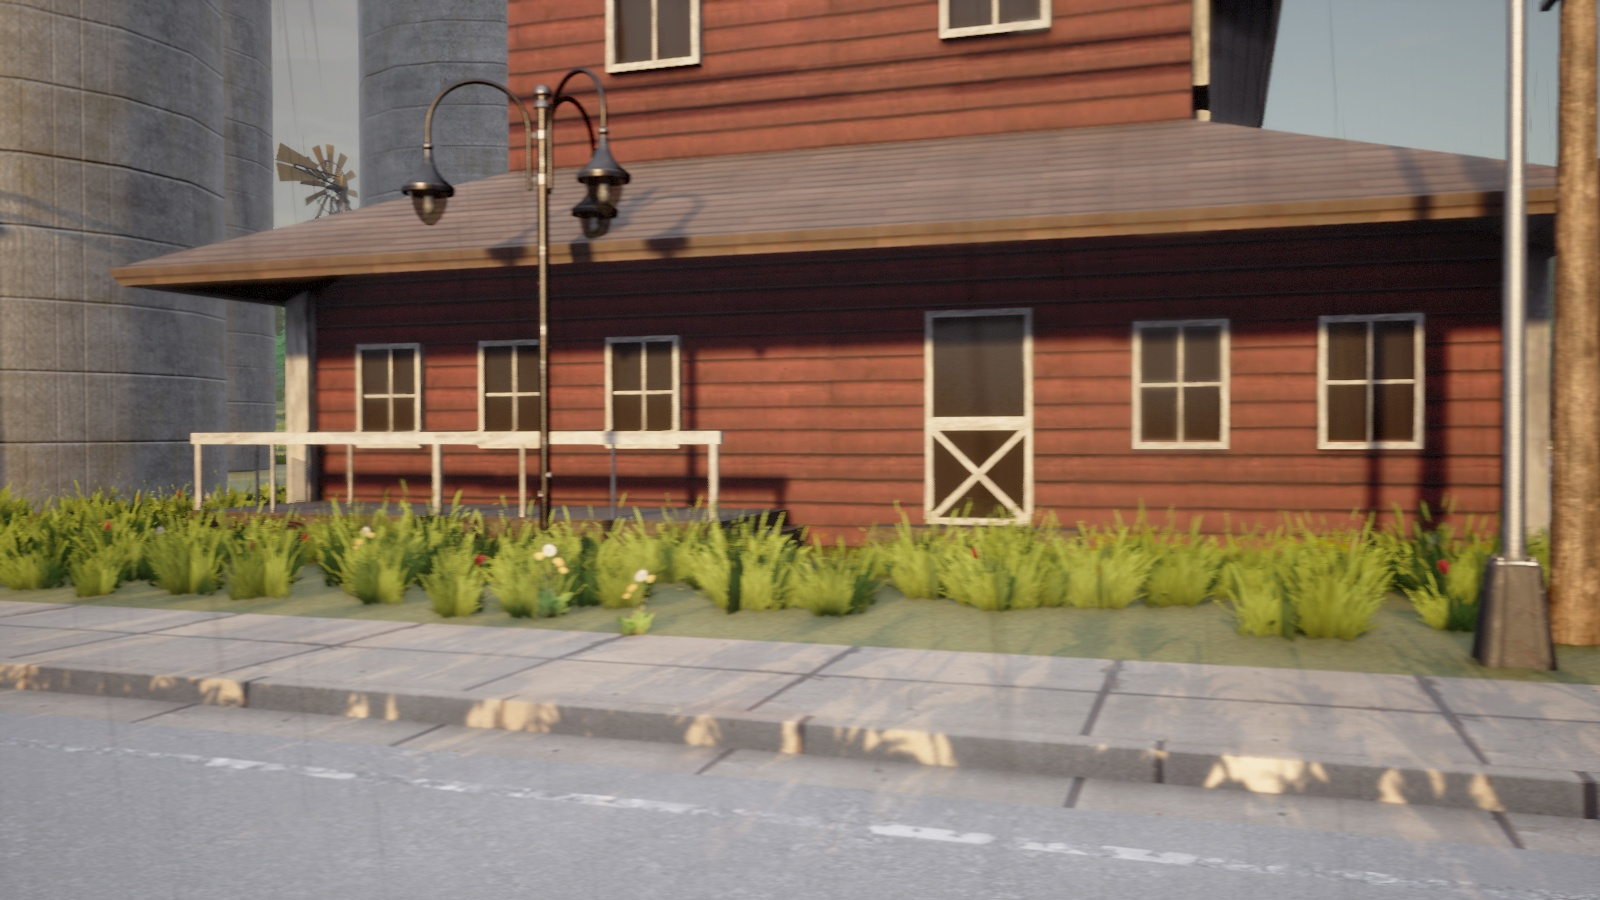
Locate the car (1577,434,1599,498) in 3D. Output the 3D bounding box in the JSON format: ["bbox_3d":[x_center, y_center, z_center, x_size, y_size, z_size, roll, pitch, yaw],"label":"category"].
[{"bbox_3d":[19.296,0.380,28.458,1.970,1.475,3.806,0,1,18],"label":"car"}]

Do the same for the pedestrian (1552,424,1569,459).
[{"bbox_3d":[40.073,-0.452,66.213,0.402,1.842,0.726,0,1,-4],"label":"pedestrian"}]
